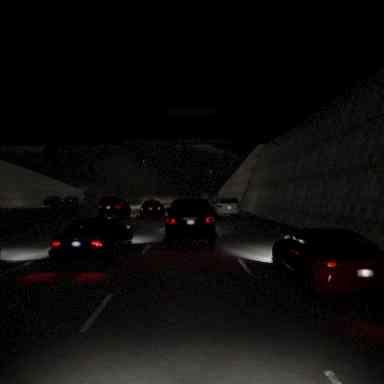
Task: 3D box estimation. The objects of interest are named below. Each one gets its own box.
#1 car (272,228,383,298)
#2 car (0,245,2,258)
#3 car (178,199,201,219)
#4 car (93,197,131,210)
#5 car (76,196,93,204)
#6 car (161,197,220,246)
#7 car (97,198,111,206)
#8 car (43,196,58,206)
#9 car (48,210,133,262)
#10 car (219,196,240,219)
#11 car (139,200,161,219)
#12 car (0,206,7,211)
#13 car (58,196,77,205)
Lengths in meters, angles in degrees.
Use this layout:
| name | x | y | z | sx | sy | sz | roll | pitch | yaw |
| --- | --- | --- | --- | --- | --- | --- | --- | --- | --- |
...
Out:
| name | x | y | z | sx | sy | sz | roll | pitch | yaw |
| --- | --- | --- | --- | --- | --- | --- | --- | --- | --- |
| car | 3.491 | 1.616 | 8.728 | 1.994 | 1.385 | 4.181 | 0 | 0 | -1 |
| car | -7.010 | 1.594 | 8.714 | 1.837 | 1.490 | 4.892 | 0 | 0 | -1 |
| car | -0.280 | 1.584 | 32.295 | 2.097 | 1.767 | 4.553 | 0 | 0 | -1 |
| car | -7.269 | 1.472 | 31.454 | 2.150 | 2.045 | 5.566 | 0 | 0 | -1 |
| car | -21.793 | 2.065 | 69.387 | 2.128 | 1.511 | 4.902 | 0 | 0 | -1 |
| car | -0.086 | 1.337 | 16.083 | 2.150 | 2.045 | 5.566 | 0 | 0 | -1 |
| car | -18.293 | 2.028 | 69.427 | 1.837 | 1.490 | 4.892 | 0 | 0 | -1 |
| car | -28.788 | 1.792 | 68.864 | 2.150 | 2.045 | 5.566 | 0 | 0 | -1 |
| car | -3.545 | 1.651 | 12.594 | 2.033 | 1.411 | 5.357 | 0 | 0 | -1 |
| car | 3.228 | 1.437 | 31.673 | 2.150 | 2.045 | 5.566 | 0 | 0 | -1 |
| car | -3.780 | 1.596 | 32.245 | 2.097 | 1.767 | 4.553 | 0 | 0 | -1 |
| car | -17.937 | 1.797 | 28.978 | 1.812 | 1.442 | 4.674 | 0 | 0 | -1 |
| car | -25.293 | 1.777 | 69.320 | 2.150 | 2.045 | 5.566 | 0 | 0 | -1 |
